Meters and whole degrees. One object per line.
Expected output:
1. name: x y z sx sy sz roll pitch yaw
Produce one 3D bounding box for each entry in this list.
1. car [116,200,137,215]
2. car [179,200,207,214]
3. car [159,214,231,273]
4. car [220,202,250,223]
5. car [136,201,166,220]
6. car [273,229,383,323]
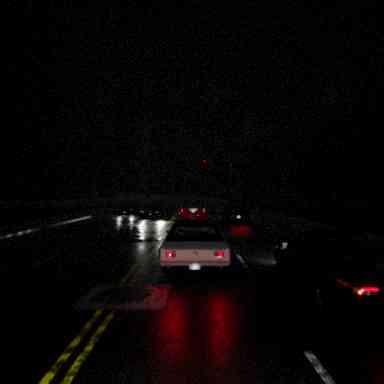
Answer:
1. car: -6.545 1.598 34.907 2.033 1.411 5.357 0 0 0
2. car: 0.097 1.391 26.160 2.097 1.767 4.553 0 0 0
3. car: 0.088 1.616 10.673 1.895 1.301 4.718 0 0 0
4. car: 3.348 1.541 26.209 1.837 1.490 4.892 0 0 0
5. car: -3.321 1.548 28.882 1.837 1.490 4.892 0 -1 0
6. car: 3.320 1.559 7.551 2.033 1.411 5.357 0 0 0
